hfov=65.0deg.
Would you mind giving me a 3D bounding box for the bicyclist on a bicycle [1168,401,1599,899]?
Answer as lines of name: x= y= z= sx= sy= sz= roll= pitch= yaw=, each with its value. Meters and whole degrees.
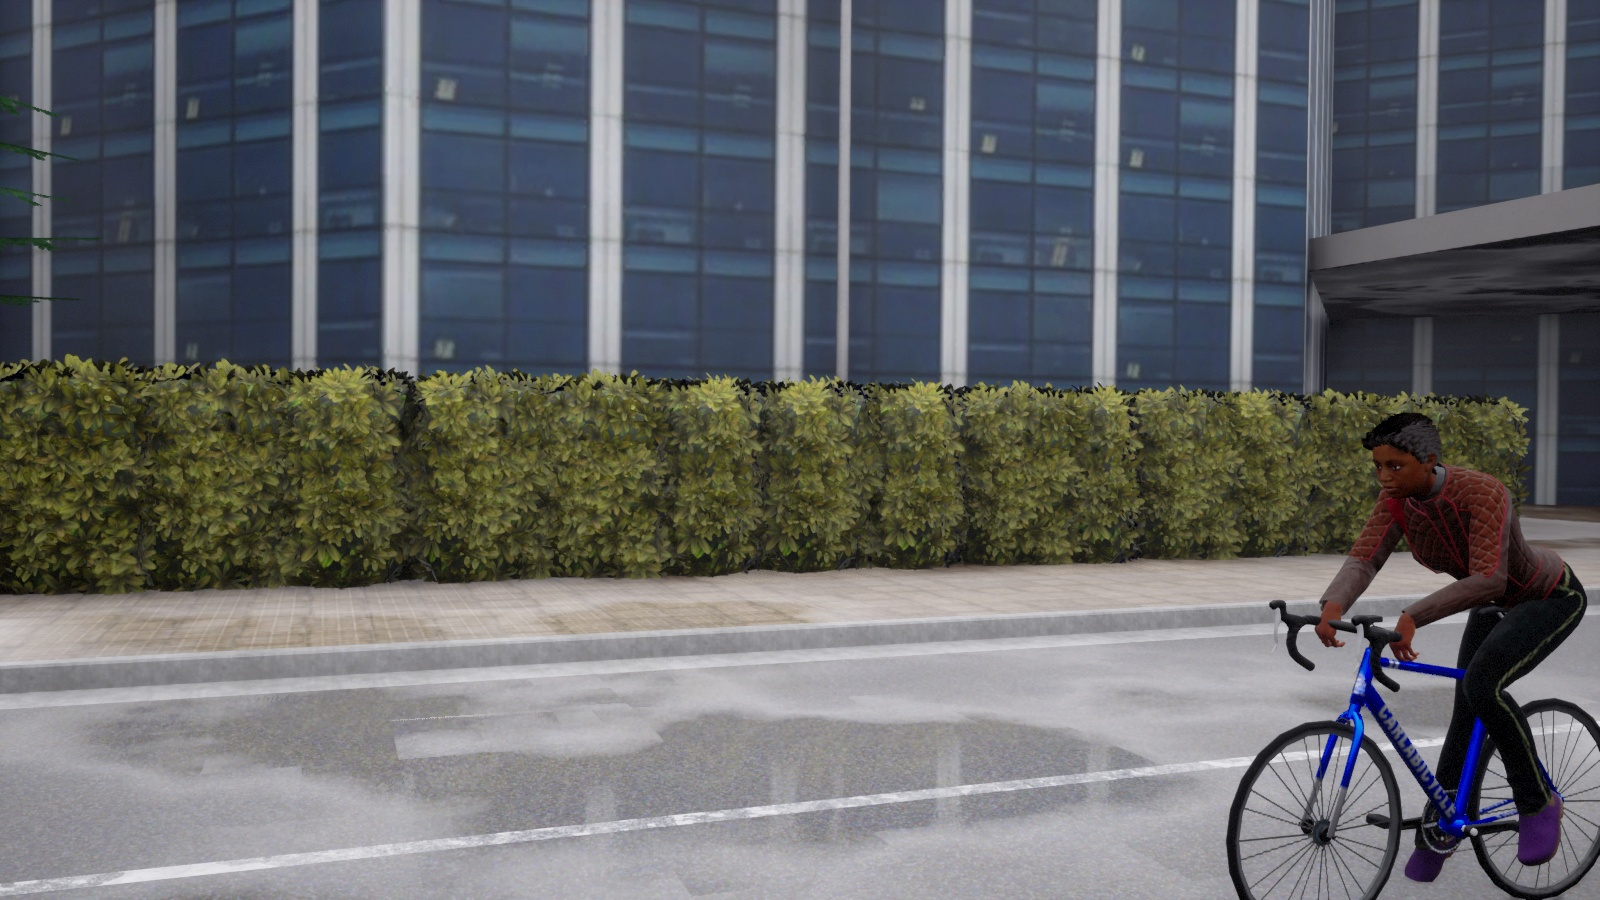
bicyclist on a bicycle: x=2.059 y=0.663 z=4.021 sx=1.656 sy=1.620 sz=0.582 roll=-1 pitch=1 yaw=-21
